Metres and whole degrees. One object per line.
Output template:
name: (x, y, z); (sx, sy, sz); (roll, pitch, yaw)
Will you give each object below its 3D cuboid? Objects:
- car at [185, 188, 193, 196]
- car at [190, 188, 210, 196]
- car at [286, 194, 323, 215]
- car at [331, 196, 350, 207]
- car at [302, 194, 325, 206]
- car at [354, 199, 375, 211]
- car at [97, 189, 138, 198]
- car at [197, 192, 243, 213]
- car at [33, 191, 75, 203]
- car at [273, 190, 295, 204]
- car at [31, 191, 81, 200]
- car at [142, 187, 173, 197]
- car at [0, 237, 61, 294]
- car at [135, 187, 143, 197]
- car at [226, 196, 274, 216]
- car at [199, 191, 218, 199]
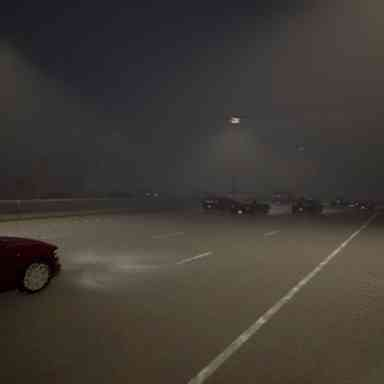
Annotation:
car: (0.771, 0.149, 67.301); (2.150, 2.045, 5.566); (2, 1, 32)
car: (2.288, 0.609, 56.608); (1.882, 1.535, 5.008); (2, 1, 33)
car: (10.481, 1.234, 30.005); (2.128, 1.511, 4.902); (2, 1, 32)
car: (20.543, 1.274, 46.000); (1.994, 1.385, 4.181); (2, 1, 32)
car: (17.474, 1.106, 47.687); (2.128, 1.511, 4.902); (2, 1, 32)
car: (20.316, 1.417, 39.077); (1.895, 1.301, 4.718); (2, 1, 32)
car: (-8.972, 0.670, 38.856); (1.837, 1.490, 4.892); (2, 1, 32)
car: (2.844, 1.046, 31.009); (2.128, 1.511, 4.902); (2, 1, 32)
car: (-16.518, 0.540, 40.007); (1.994, 1.385, 4.181); (2, 1, 32)
car: (13.326, 0.743, 47.652); (2.150, 2.045, 5.566); (2, 1, 32)
car: (-14.729, 0.624, 36.297); (2.033, 1.411, 5.357); (2, 1, 32)
car: (-5.008, 0.399, 51.661); (2.097, 1.767, 4.553); (2, 1, 33)
car: (-4.744, 1.267, 5.813); (1.882, 1.535, 5.008); (2, 1, 32)
car: (-8.036, 0.173, 53.405); (2.150, 2.045, 5.566); (2, 1, 33)
car: (4.963, 1.255, 27.812); (1.895, 1.301, 4.718); (2, 1, 32)
car: (3.234, 0.584, 64.684); (1.994, 1.385, 4.181); (2, 1, 33)
